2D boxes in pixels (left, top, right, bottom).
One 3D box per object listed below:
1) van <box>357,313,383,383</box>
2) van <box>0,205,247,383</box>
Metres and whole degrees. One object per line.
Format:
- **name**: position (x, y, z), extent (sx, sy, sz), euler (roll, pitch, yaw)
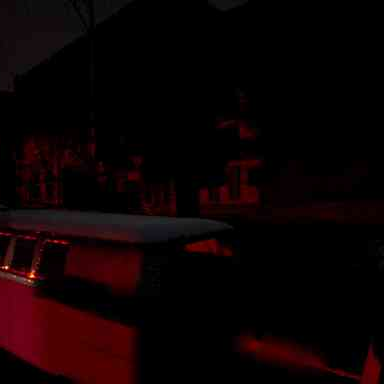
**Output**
- **van**: position (2.934, 1.251, 1.224), extent (4.442, 1.987, 1.878), euler (0, 0, 36)
- **van**: position (-1.582, 1.261, 4.446), extent (4.442, 1.987, 1.878), euler (0, 0, 36)
